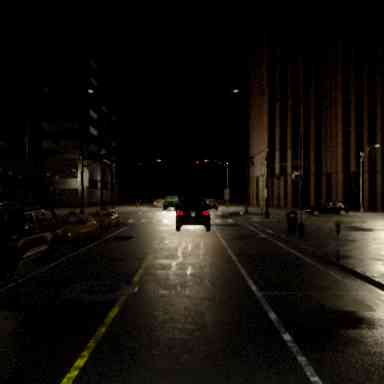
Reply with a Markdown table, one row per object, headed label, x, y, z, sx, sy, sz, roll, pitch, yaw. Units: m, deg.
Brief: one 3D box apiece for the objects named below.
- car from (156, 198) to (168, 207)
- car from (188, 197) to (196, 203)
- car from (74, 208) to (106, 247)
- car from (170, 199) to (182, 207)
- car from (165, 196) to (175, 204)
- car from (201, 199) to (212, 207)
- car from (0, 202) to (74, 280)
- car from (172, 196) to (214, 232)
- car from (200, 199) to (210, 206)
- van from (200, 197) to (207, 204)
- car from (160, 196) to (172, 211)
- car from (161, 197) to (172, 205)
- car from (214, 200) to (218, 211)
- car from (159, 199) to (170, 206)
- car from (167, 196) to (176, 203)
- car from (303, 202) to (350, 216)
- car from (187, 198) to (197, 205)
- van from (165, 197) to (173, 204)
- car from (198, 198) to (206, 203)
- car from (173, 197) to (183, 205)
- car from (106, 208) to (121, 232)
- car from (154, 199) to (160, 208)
| label | x | y | z | sx | sy | sz | roll | pitch | yaw |
| --- | --- | --- | --- | --- | --- | --- | --- | --- | --- |
| car | -5.763 | 2.005 | 65.202 | 1.967 | 1.590 | 4.097 | 0 | -1 | 0 |
| car | -0.003 | 2.152 | 89.070 | 2.033 | 1.411 | 5.357 | 0 | -1 | 0 |
| car | -5.761 | 1.661 | 15.828 | 1.752 | 1.417 | 4.829 | 0 | 0 | 0 |
| car | -3.006 | 2.105 | 62.503 | 1.994 | 1.385 | 4.181 | 0 | -1 | 0 |
| car | -5.764 | 2.083 | 87.640 | 2.192 | 1.841 | 5.009 | 0 | -1 | 0 |
| car | 2.762 | 2.115 | 65.219 | 2.008 | 1.369 | 4.403 | 0 | -1 | 0 |
| car | -5.760 | 1.405 | 10.399 | 2.192 | 1.841 | 5.009 | 0 | 0 | 0 |
| car | 0.079 | 1.409 | 21.898 | 2.150 | 2.045 | 5.566 | 0 | 0 | 0 |
| car | 2.761 | 2.180 | 70.828 | 1.947 | 1.339 | 4.313 | 0 | -1 | 0 |
| van | 2.761 | 2.058 | 82.047 | 1.690 | 1.788 | 3.998 | 0 | -1 | 0 |
| car | -3.074 | 1.647 | 49.424 | 2.150 | 2.045 | 5.566 | 0 | 0 | 0 |
| car | -5.763 | 1.980 | 76.421 | 2.192 | 1.841 | 5.009 | 0 | -1 | 0 |
| car | 2.763 | 1.857 | 48.394 | 1.967 | 1.590 | 4.097 | 0 | -1 | 0 |
| car | -5.764 | 2.165 | 70.810 | 2.008 | 1.369 | 4.403 | 0 | -1 | 0 |
| car | -5.764 | 2.136 | 93.248 | 2.192 | 1.841 | 5.009 | 0 | -1 | 0 |
| car | 14.813 | 1.876 | 36.672 | 4.892 | 1.490 | 1.837 | -1 | -1 | 0 |
| car | -0.003 | 2.201 | 78.652 | 2.128 | 1.511 | 4.902 | 0 | -1 | 0 |
| van | -5.764 | 2.058 | 82.029 | 1.690 | 1.788 | 3.998 | 0 | -1 | 0 |
| car | 2.760 | 2.386 | 93.263 | 1.947 | 1.339 | 4.313 | 0 | -1 | 0 |
| car | -3.003 | 1.993 | 73.402 | 2.097 | 1.767 | 4.553 | 0 | -1 | 0 |
| car | -5.761 | 1.709 | 21.430 | 1.752 | 1.417 | 4.829 | 0 | 0 | 0 |
| car | -5.763 | 1.955 | 59.592 | 1.967 | 1.590 | 4.097 | 0 | -1 | 0 |
